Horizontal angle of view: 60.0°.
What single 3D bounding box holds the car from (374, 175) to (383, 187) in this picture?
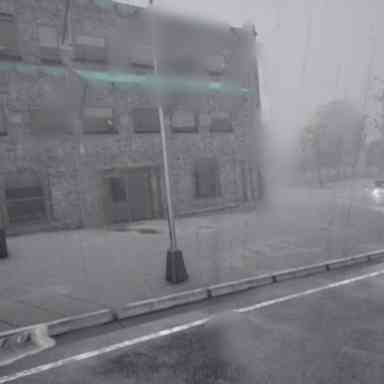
[{"bbox_3d":[22.397,-1.362,37.934,1.895,1.301,4.718,-2,5,45],"label":"car"}]
